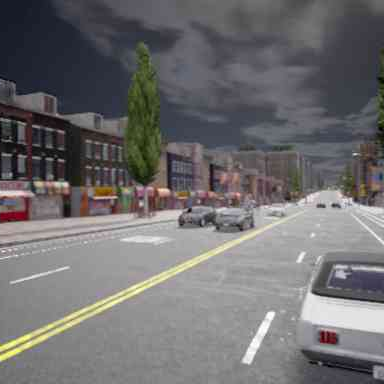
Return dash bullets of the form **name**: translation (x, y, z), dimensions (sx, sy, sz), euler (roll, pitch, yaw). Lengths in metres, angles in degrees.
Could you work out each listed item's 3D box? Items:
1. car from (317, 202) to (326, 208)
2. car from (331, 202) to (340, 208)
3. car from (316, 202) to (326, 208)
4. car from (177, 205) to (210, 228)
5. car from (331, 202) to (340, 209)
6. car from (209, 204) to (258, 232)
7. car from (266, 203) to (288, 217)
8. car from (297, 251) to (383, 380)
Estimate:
- **car**: translation (33.594, 3.273, 86.049), dimensions (2.128, 1.511, 4.902), euler (0, -2, 23)
- **car**: translation (36.586, 3.287, 84.778), dimensions (1.994, 1.385, 4.181), euler (0, -2, 23)
- **car**: translation (29.694, 3.118, 76.861), dimensions (1.895, 1.301, 4.718), euler (0, -2, 23)
- **car**: translation (0.557, 1.786, 25.116), dimensions (1.837, 1.490, 4.892), euler (0, -1, 23)
- **car**: translation (32.510, 2.994, 75.178), dimensions (1.837, 1.490, 4.892), euler (0, -2, 23)
- **car**: translation (2.999, 1.773, 22.552), dimensions (1.812, 1.442, 4.674), euler (0, -1, 23)
- **car**: translation (9.948, 2.059, 38.677), dimensions (1.812, 1.442, 4.674), euler (0, -1, 23)
- **car**: translation (2.939, 1.646, 5.532), dimensions (1.895, 1.301, 4.718), euler (0, -1, 23)
